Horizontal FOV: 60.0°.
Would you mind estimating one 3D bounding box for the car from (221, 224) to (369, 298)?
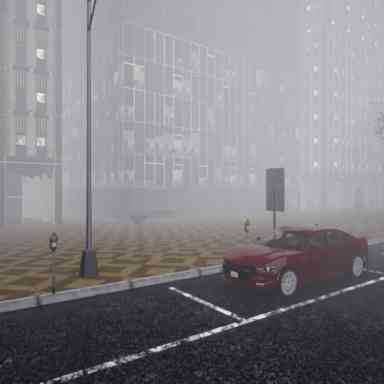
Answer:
[{"bbox_3d":[2.748,1.545,8.527,4.507,1.381,1.887,0,0,-36],"label":"car"}]
